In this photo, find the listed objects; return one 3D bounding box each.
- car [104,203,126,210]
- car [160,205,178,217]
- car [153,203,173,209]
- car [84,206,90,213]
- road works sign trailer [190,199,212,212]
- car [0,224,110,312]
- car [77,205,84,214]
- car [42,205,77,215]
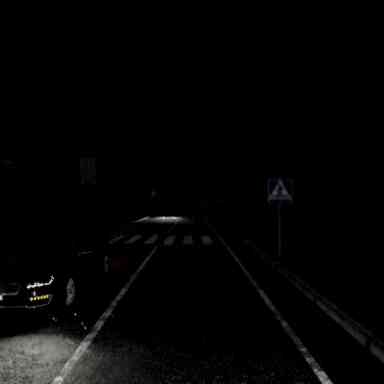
[{"bbox_3d":[-21.757,4.198,92.276,5.008,1.535,2.097,0,-2,0],"label":"car"},{"bbox_3d":[-3.266,2.961,49.253,1.895,1.301,4.718,0,-2,0],"label":"car"},{"bbox_3d":[-8.669,4.296,95.000,4.892,1.521,2.231,0,-2,0],"label":"car"},{"bbox_3d":[-21.865,3.174,60.659,5.008,1.535,2.097,0,-2,0],"label":"car"},{"bbox_3d":[2.492,3.228,74.393,3.560,2.880,2.380,-3,42,-44],"label":"road works sign trailer"},{"bbox_3d":[-3.352,1.620,8.169,1.837,1.490,4.892,0,-1,0],"label":"car"},{"bbox_3d":[-21.864,3.070,57.387,4.892,1.521,2.231,0,-2,0],"label":"car"},{"bbox_3d":[-21.876,3.004,54.112,4.674,1.452,2.002,0,-2,0],"label":"car"}]
